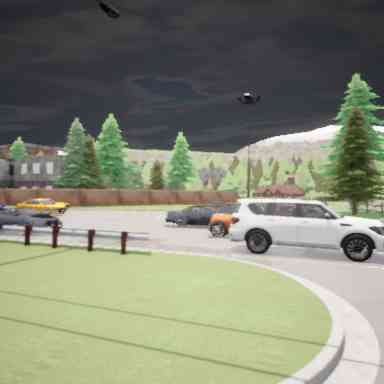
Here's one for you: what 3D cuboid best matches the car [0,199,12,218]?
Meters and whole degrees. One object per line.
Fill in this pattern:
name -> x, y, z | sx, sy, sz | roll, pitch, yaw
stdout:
car -> -18.413, 1.366, 29.144 | 5.008, 1.535, 1.882 | 0, 0, 22

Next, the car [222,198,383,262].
car -> 4.201, 1.274, 12.516 | 5.566, 2.045, 2.150 | 0, 0, 22

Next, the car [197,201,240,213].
car -> 3.114, 1.683, 39.109 | 4.718, 1.301, 1.895 | 1, 0, -23

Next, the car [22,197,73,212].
car -> -16.172, 1.397, 37.258 | 5.008, 1.535, 1.882 | 0, 0, 10

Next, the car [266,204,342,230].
car -> 7.522, 1.619, 22.496 | 4.674, 1.442, 1.812 | 0, 0, 22

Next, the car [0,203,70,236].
car -> -9.005, 1.513, 17.819 | 4.181, 1.385, 1.994 | 0, 0, 22

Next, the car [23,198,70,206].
car -> -14.085, 1.405, 31.176 | 5.008, 1.535, 1.882 | 0, 0, 22

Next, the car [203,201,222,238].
car -> 3.181, 1.401, 16.698 | 4.553, 1.767, 2.097 | 1, 0, 22

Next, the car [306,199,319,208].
car -> 19.790, 1.845, 54.363 | 1.895, 1.301, 4.718 | 1, 0, 21

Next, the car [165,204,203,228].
car -> 0.928, 1.585, 21.374 | 5.357, 1.411, 2.033 | 0, 0, 22
